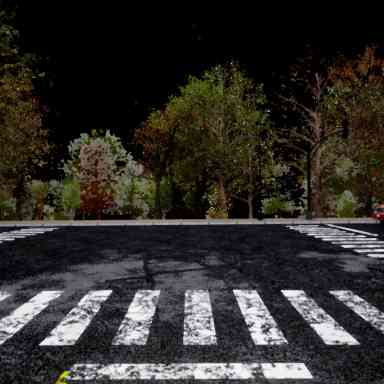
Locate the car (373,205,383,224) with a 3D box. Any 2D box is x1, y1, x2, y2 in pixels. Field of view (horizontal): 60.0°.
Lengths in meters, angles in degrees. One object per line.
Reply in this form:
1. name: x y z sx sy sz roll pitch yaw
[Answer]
1. car: 14.632 1.127 21.171 5.566 2.045 2.150 -1 -1 1
